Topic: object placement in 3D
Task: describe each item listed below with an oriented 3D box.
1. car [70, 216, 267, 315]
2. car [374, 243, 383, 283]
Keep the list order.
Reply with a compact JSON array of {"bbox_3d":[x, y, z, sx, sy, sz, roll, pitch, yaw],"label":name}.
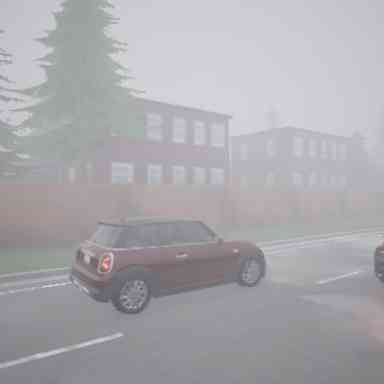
[{"bbox_3d":[-0.339,1.353,7.811,4.553,1.767,2.097,0,0,-36],"label":"car"},{"bbox_3d":[6.467,1.532,8.423,4.892,1.490,1.837,0,0,-36],"label":"car"}]
